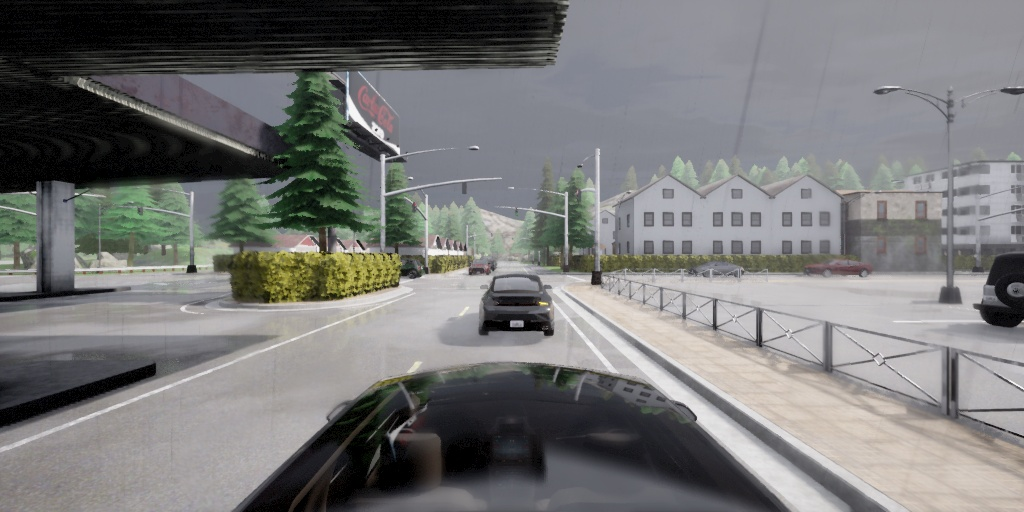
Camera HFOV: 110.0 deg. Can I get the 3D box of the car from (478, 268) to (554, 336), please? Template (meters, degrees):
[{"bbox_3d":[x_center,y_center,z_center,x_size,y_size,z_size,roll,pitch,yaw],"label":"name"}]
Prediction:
[{"bbox_3d":[0.116,1.255,10.348,1.837,1.490,4.892,0,0,0],"label":"car"}]

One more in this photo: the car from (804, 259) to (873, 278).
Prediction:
[{"bbox_3d":[27.958,1.036,30.828,5.008,1.535,1.882,0,0,0],"label":"car"}]

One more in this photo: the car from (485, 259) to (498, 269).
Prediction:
[{"bbox_3d":[-3.371,1.255,59.103,1.837,1.490,4.892,0,0,0],"label":"car"}]

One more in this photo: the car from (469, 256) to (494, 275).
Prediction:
[{"bbox_3d":[-3.417,1.102,38.635,2.097,1.767,4.553,0,0,0],"label":"car"}]

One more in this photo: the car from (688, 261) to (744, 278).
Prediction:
[{"bbox_3d":[17.494,1.122,30.818,4.181,1.385,1.994,0,0,0],"label":"car"}]

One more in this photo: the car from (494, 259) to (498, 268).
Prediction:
[{"bbox_3d":[-3.394,0.971,48.874,2.150,2.045,5.566,0,0,0],"label":"car"}]

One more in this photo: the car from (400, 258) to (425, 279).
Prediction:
[{"bbox_3d":[-9.856,0.973,30.792,4.553,1.767,2.097,3,0,0],"label":"car"}]
